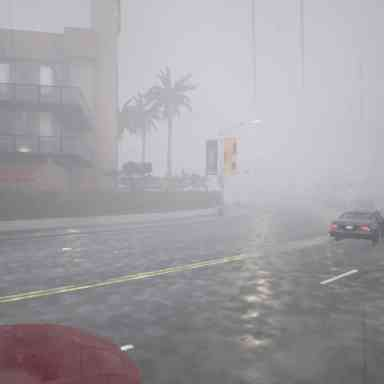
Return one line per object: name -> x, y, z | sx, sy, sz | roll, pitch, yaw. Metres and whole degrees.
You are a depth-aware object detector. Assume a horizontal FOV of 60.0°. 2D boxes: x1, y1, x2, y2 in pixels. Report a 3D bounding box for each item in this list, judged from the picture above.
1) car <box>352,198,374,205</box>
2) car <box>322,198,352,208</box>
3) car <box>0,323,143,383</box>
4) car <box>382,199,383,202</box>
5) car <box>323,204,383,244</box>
car -> 21.681, 1.486, 42.955 | 1.837, 1.490, 4.892 | 0, 0, 4
car -> 18.204, 1.472, 42.795 | 2.128, 1.511, 4.902 | 0, 0, 4
car -> -2.627, 1.475, 1.565 | 5.008, 1.535, 1.882 | 0, 0, -34
car -> 37.026, 1.227, 67.423 | 2.185, 1.767, 4.553 | 0, 0, -11
car -> 8.178, 1.540, 15.804 | 2.033, 1.411, 5.357 | 0, 0, 40
